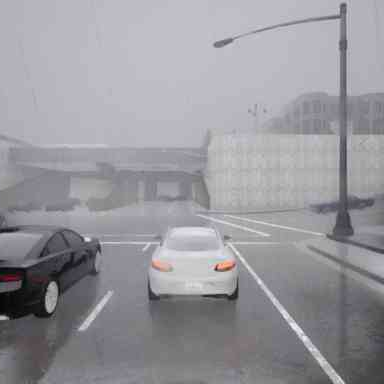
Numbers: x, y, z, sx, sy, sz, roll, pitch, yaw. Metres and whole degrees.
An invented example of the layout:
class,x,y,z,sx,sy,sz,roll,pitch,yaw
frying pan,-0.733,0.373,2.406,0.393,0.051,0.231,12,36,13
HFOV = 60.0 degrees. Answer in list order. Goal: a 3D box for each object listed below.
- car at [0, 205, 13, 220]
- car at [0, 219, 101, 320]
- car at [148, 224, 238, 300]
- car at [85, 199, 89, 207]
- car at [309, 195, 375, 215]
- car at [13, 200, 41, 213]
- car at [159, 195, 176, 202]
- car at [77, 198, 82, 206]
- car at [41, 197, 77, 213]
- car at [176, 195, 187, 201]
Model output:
class,x,y,z,sx,sy,sz,roll,pitch,yaw
car,-10.881,1.352,16.042,2.097,1.767,4.553,0,0,-5
car,-3.475,1.478,7.440,1.882,1.535,5.008,0,0,0
car,0.018,1.526,8.239,1.812,1.442,4.674,0,0,0
car,-15.472,1.525,52.807,1.812,1.442,4.674,0,0,-2
car,12.053,1.012,27.097,4.718,1.301,1.895,-6,0,-1
car,-18.433,1.547,37.113,2.033,1.411,5.357,0,0,-2
car,-5.344,1.552,74.324,1.994,1.385,4.181,0,0,5
car,-18.963,1.546,52.459,2.033,1.411,5.357,0,0,-2
car,-14.943,1.564,37.530,1.994,1.385,4.181,0,0,-2
car,-2.860,1.552,83.848,1.994,1.385,4.181,0,0,27
